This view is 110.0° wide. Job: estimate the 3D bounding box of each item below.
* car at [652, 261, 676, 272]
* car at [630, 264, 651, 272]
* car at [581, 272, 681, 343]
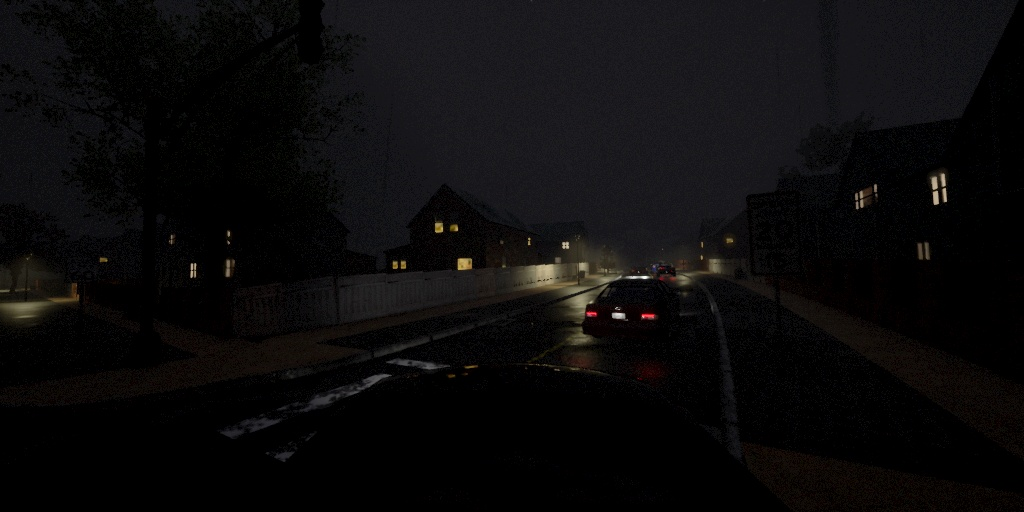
[{"bbox_3d":[16.838,1.472,39.368,2.128,1.511,4.902,-2,-1,20],"label":"car"},{"bbox_3d":[15.259,1.669,43.104,1.994,1.385,4.181,-2,-1,20],"label":"car"},{"bbox_3d":[3.471,1.327,9.844,2.033,1.411,5.357,-3,-1,28],"label":"car"}]
